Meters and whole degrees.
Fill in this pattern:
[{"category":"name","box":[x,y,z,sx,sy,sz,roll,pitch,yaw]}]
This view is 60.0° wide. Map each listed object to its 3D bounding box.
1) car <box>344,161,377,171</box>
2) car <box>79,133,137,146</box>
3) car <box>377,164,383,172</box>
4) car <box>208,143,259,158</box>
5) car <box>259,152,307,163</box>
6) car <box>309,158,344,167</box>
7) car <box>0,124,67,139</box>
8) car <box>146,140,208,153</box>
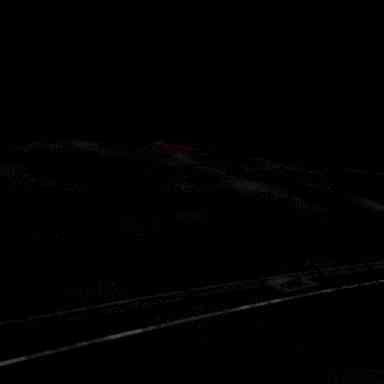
[{"category":"car","box":[18.449,-2.709,38.384,4.892,1.521,2.231,3,-1,-27]},{"category":"car","box":[-6.732,-3.916,26.835,4.674,1.452,2.002,3,-1,-21]},{"category":"car","box":[23.407,-2.561,41.062,4.553,1.767,2.185,3,-2,-28]},{"category":"car","box":[3.472,-3.586,31.122,4.553,1.767,2.185,3,-1,-23]},{"category":"car","box":[8.663,-3.174,33.514,4.792,1.488,2.163,3,-1,-25]},{"category":"car","box":[13.625,-2.916,35.918,4.674,1.452,2.002,3,-1,-26]},{"category":"car","box":[-11.908,-4.197,24.854,4.892,1.521,2.231,2,-1,-20]},{"category":"car","box":[-1.598,-3.708,28.928,5.008,1.535,2.097,3,-1,-22]}]
